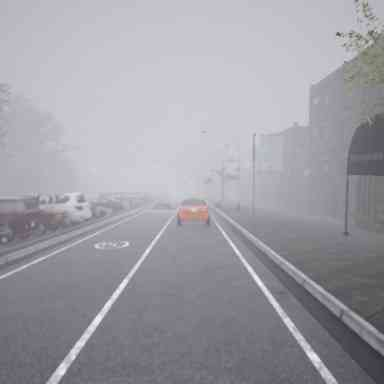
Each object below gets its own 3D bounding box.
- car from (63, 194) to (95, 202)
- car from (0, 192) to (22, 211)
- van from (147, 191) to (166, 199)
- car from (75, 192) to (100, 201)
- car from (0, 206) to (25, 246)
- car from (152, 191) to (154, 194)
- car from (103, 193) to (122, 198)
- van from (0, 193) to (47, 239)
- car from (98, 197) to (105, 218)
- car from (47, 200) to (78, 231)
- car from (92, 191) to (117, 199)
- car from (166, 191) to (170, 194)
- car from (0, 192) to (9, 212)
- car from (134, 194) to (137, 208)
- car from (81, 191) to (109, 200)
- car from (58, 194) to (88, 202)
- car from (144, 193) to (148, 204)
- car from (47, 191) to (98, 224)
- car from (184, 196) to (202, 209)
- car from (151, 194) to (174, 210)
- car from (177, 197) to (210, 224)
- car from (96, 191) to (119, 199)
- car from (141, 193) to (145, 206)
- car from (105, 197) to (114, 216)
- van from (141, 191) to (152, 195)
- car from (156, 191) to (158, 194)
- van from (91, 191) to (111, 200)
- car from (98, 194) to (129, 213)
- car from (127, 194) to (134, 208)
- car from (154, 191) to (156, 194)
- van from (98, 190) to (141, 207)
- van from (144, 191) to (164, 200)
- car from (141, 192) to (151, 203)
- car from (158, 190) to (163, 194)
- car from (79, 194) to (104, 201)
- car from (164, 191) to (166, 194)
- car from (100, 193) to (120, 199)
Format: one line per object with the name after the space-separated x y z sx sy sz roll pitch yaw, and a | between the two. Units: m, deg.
-21.772 1.115 64.255 5.366 1.575 1.946 0 0 0 | car
-21.909 0.978 36.254 5.566 2.045 2.435 0 0 0 | car
-9.008 0.811 84.282 4.442 1.987 1.878 0 0 0 | van
-21.992 0.970 69.805 4.553 1.767 2.185 0 0 0 | car
-8.836 1.381 11.404 4.892 1.521 2.231 0 0 0 | car
-8.901 1.034 53.449 4.553 1.767 2.185 0 0 0 | car
-21.947 1.017 92.020 4.792 1.488 2.163 0 0 0 | car
-8.959 1.134 14.205 4.442 1.987 1.878 0 0 0 | van
-8.844 1.301 22.621 4.892 1.521 2.231 0 0 0 | car
-8.839 1.340 17.010 5.008 1.535 2.097 0 0 0 | car
-21.999 0.789 83.684 5.566 2.045 2.435 0 0 0 | car
-8.861 0.797 81.482 5.566 2.045 2.435 0 0 0 | car
-21.907 0.989 33.592 5.566 2.045 2.435 0 0 0 | car
-8.887 1.256 36.630 4.792 1.488 2.163 0 0 0 | car
-21.994 0.822 75.357 5.566 2.045 2.435 0 0 0 | car
-21.961 1.130 61.478 4.892 1.521 2.231 0 0 0 | car
-8.835 1.223 45.040 4.792 1.488 2.163 0 0 0 | car
-8.875 1.068 19.812 5.566 2.045 2.435 0 0 0 | car
0.128 1.282 41.600 2.033 1.411 5.357 0 0 0 | car
-3.317 1.272 38.759 1.812 1.442 4.674 0 0 0 | car
0.114 1.183 22.940 2.097 1.767 4.553 0 0 0 | car
-21.944 0.773 86.460 5.566 2.045 2.435 0 0 0 | car
-8.833 1.234 42.236 4.792 1.488 2.163 0 0 0 | car
-8.821 1.311 25.419 4.792 1.488 2.163 0 0 0 | car
-8.751 0.945 50.645 4.442 1.987 1.878 0 0 0 | van
-8.843 1.012 59.055 4.553 1.767 2.185 0 0 0 | car
-22.086 0.826 80.907 4.442 1.987 1.878 0 0 0 | van
-8.849 1.250 31.026 5.008 1.535 2.097 0 0 0 | car
-9.042 1.235 33.826 5.366 1.575 1.946 0 0 0 | car
-8.841 1.023 56.252 4.553 1.767 2.185 0 0 0 | car
-8.744 0.990 39.432 4.442 1.987 1.878 0 0 0 | van
-9.004 0.833 78.678 4.442 1.987 1.878 0 0 0 | van
-8.861 1.182 47.843 5.008 1.535 2.097 0 0 0 | car
-8.847 0.875 61.858 5.566 2.045 2.435 0 0 0 | car
-21.934 1.114 72.583 4.792 1.488 2.163 0 0 0 | car
-8.877 1.083 73.072 4.892 1.521 2.231 0 0 0 | car
-22.003 1.036 89.237 4.792 1.488 2.163 0 0 0 | car
